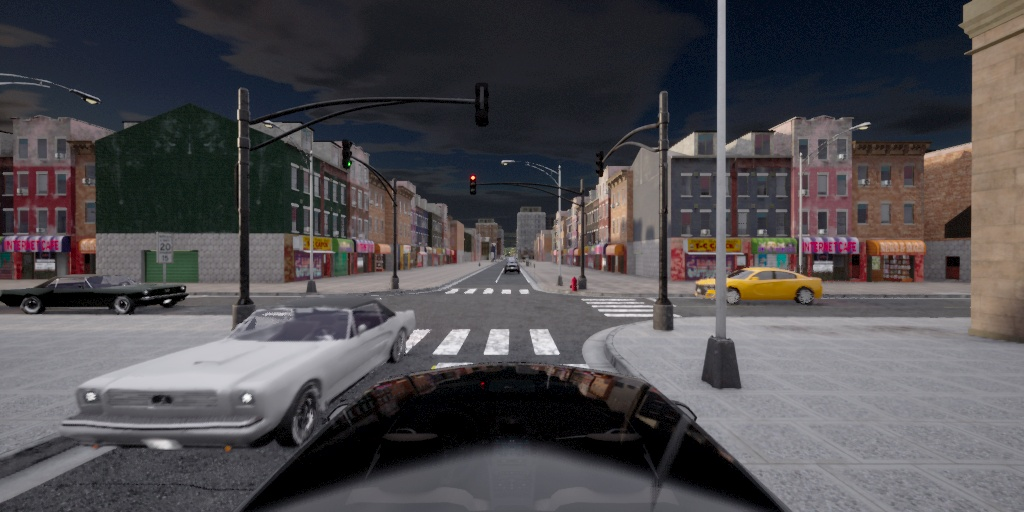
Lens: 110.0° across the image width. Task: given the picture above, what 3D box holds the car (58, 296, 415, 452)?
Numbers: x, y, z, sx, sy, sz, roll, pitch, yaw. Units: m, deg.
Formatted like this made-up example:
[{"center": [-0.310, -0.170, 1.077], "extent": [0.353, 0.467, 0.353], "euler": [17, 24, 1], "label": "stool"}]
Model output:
[{"center": [-3.029, 1.350, 5.363], "extent": [1.895, 1.301, 4.718], "euler": [0, 0, 2], "label": "car"}]

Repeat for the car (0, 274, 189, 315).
[{"center": [-14.637, 1.312, 12.836], "extent": [4.718, 1.301, 1.895], "euler": [0, 0, -3], "label": "car"}]

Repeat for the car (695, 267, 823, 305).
[{"center": [10.730, 1.259, 15.797], "extent": [5.008, 1.535, 1.882], "euler": [0, 0, -1], "label": "car"}]

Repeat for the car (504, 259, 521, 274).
[{"center": [0.015, 1.313, 40.627], "extent": [1.948, 1.339, 4.313], "euler": [0, 0, 0], "label": "car"}]
